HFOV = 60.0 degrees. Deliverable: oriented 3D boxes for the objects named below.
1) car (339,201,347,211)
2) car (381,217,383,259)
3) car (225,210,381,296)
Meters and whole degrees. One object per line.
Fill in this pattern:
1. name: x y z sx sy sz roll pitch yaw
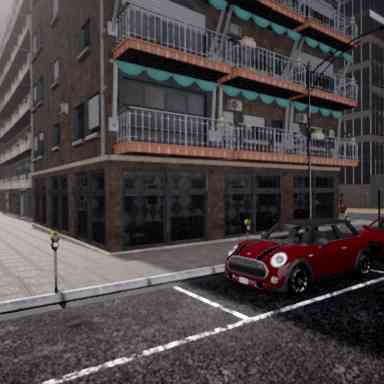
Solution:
1. car: 16.533 1.730 40.629 1.967 1.590 4.097 -2 0 -36
2. car: 7.263 1.538 11.742 4.507 1.381 1.887 0 -1 -35
3. car: 2.764 1.436 8.538 4.097 1.590 1.967 0 -1 -35
